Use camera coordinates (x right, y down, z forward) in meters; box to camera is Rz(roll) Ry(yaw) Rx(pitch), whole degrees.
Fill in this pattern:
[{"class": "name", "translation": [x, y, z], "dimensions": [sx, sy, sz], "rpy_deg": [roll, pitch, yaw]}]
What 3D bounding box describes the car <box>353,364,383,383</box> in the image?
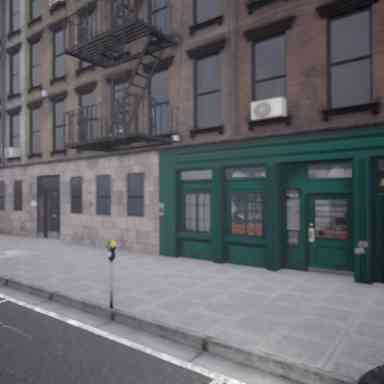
[{"class": "car", "translation": [3.044, 1.496, 1.039], "dimensions": [4.892, 1.490, 1.837], "rpy_deg": [-1, -1, 37]}]
